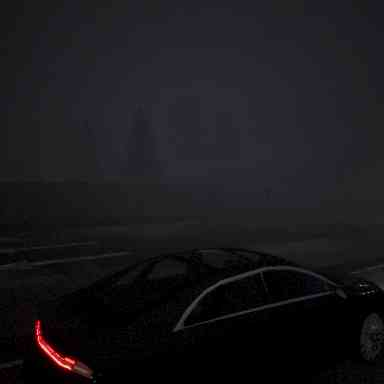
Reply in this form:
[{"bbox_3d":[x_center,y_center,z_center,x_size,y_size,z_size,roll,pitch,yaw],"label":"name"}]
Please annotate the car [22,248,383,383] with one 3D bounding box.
[{"bbox_3d":[0.618,1.490,4.192,4.902,1.511,2.128,0,0,-35],"label":"car"}]
